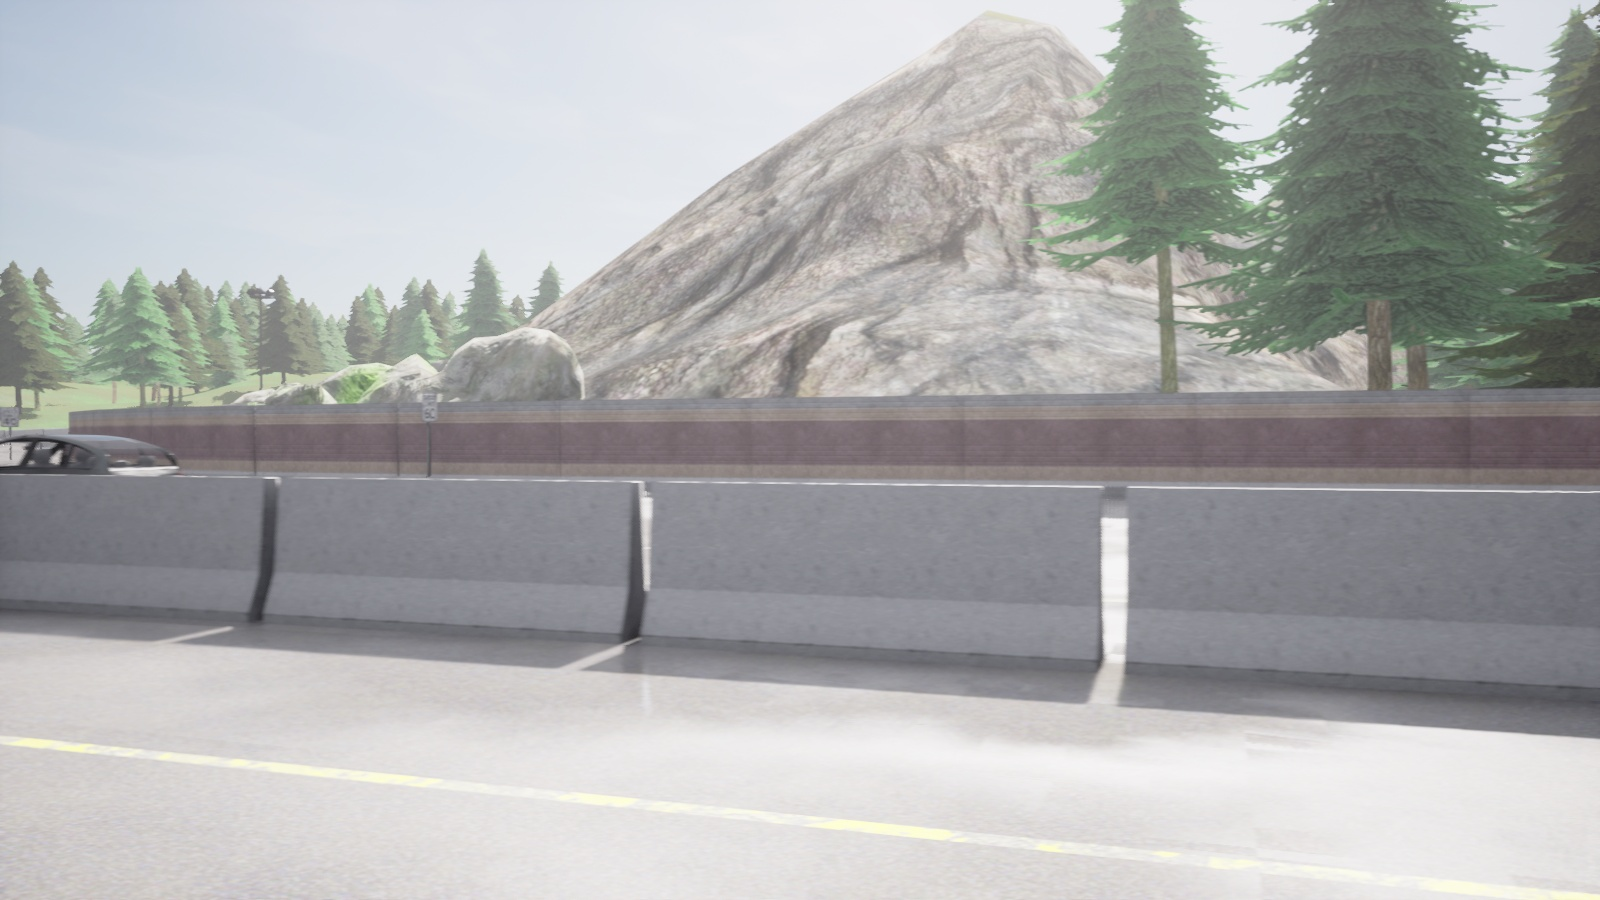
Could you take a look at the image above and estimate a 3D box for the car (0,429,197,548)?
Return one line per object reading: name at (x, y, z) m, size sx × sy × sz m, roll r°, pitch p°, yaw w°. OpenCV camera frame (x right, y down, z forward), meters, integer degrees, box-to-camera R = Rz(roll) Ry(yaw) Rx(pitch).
car at (-10.763, 0.477, 17.897) m, size 3.705 × 1.549 × 1.789 m, roll 1°, pitch 1°, yaw 19°
